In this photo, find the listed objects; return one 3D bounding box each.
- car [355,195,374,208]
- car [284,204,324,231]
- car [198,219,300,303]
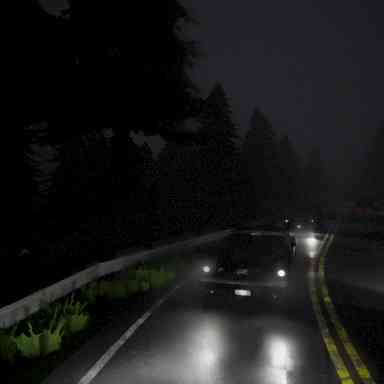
[{"bbox_3d":[20.853,1.059,40.158,2.128,1.511,4.902,-2,0,28],"label":"car"},{"bbox_3d":[6.939,1.458,20.348,2.033,1.411,5.357,-2,0,26],"label":"car"},{"bbox_3d":[1.652,1.599,8.441,1.895,1.301,4.718,-1,0,18],"label":"car"}]
